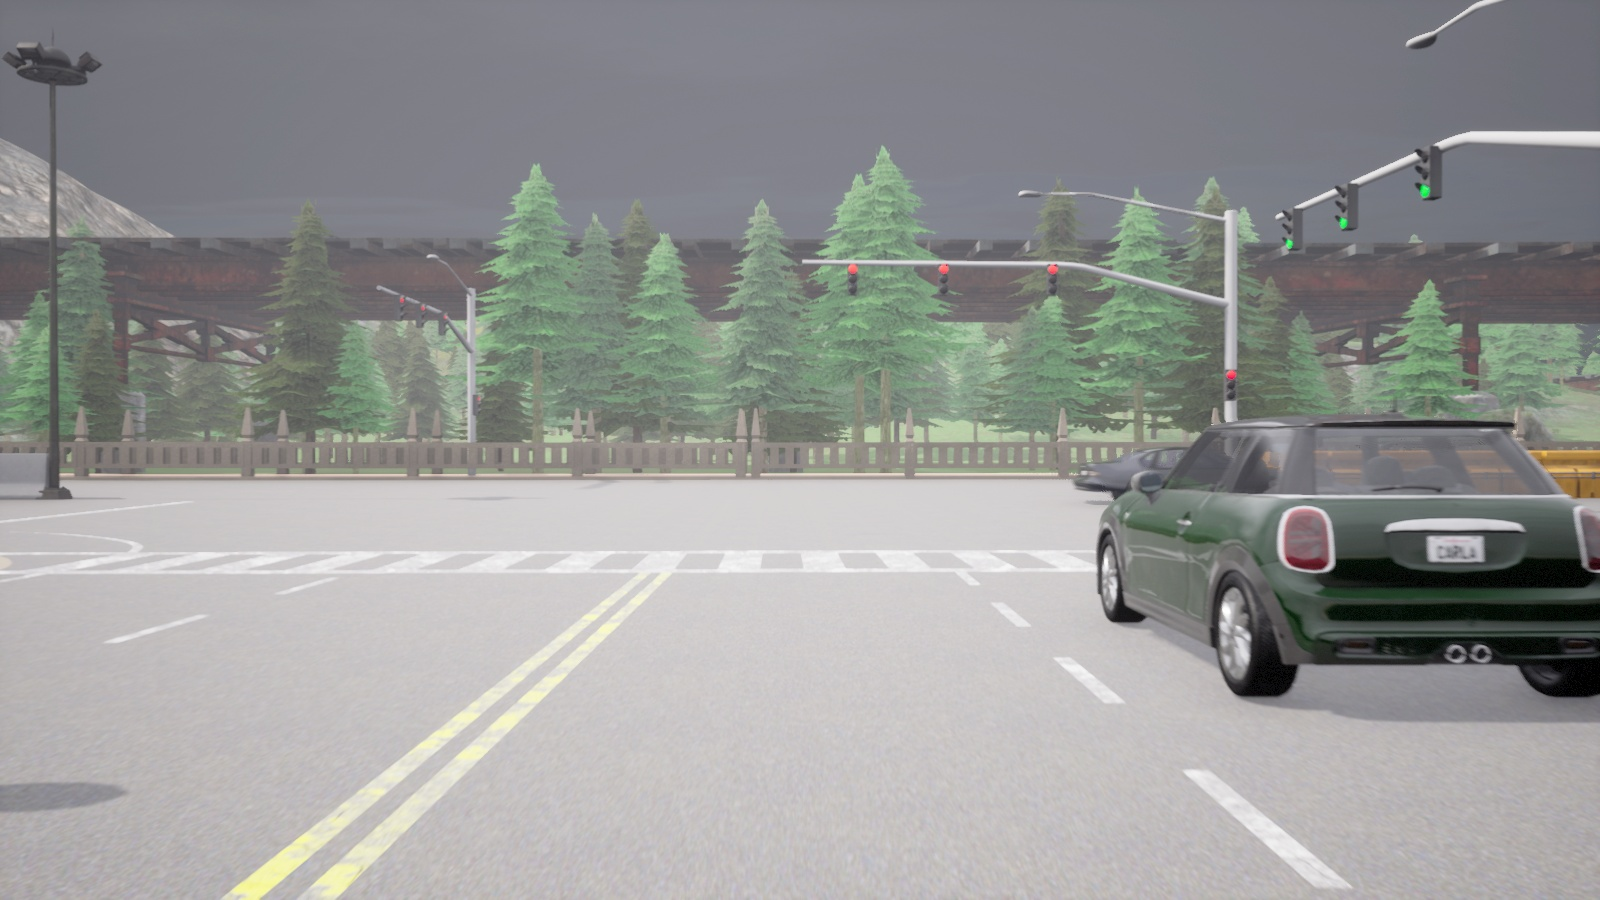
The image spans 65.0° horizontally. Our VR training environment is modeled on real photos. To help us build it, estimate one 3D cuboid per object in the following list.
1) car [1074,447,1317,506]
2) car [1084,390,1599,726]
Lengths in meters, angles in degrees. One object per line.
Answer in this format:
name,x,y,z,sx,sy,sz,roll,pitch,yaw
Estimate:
car,9.677,0.627,31.003,5.357,1.411,2.033,0,0,-1
car,3.566,0.558,8.894,2.097,1.767,4.553,0,0,0
